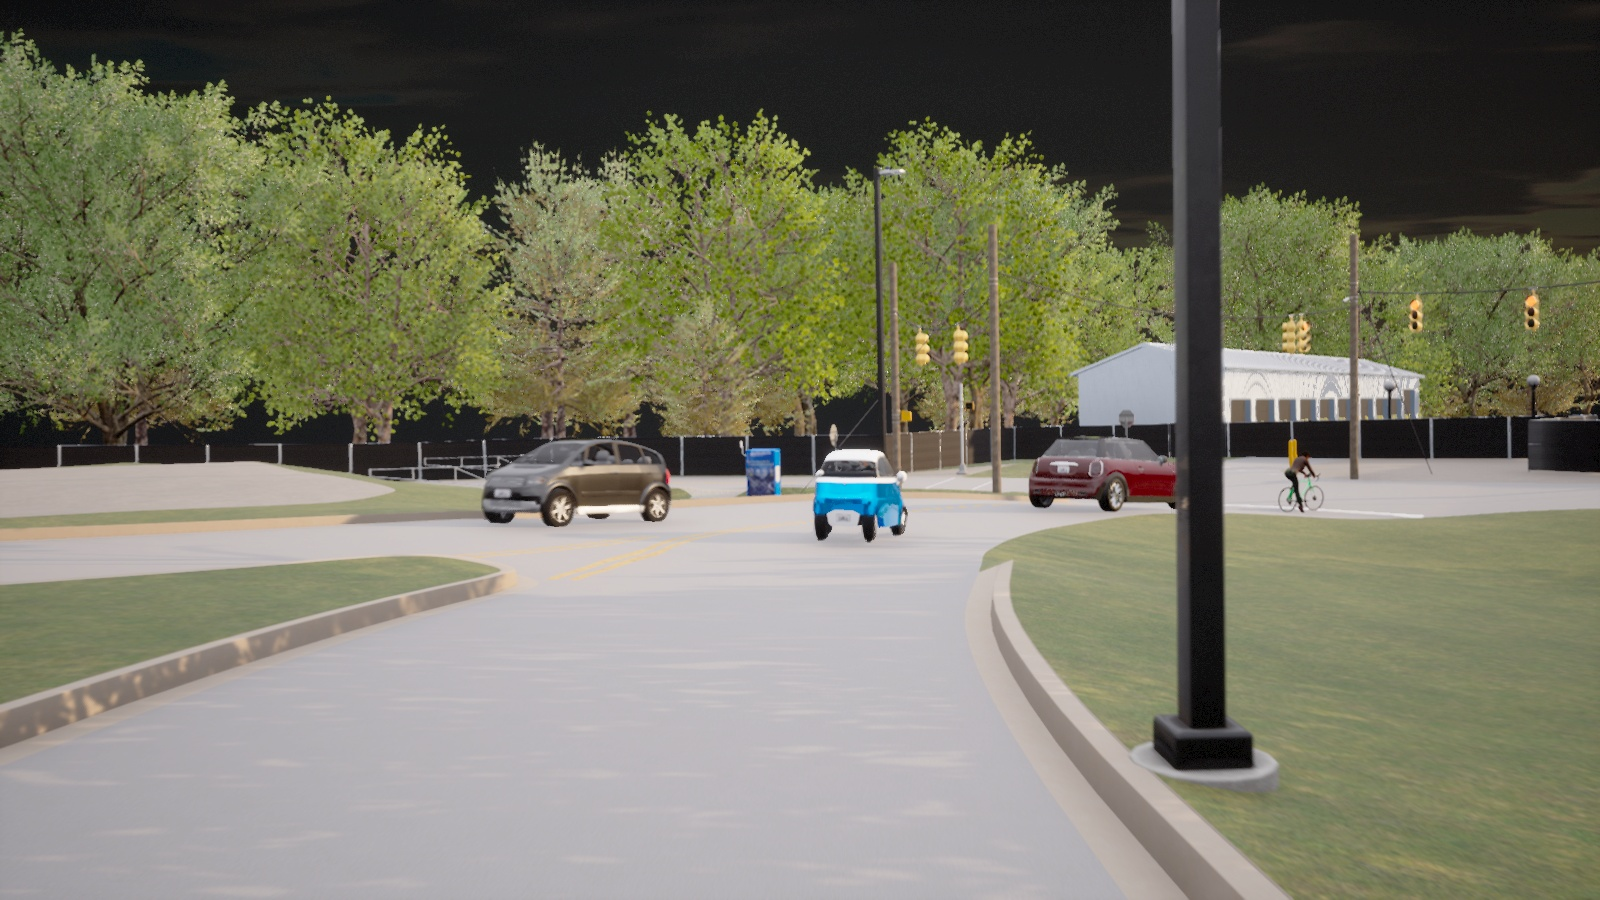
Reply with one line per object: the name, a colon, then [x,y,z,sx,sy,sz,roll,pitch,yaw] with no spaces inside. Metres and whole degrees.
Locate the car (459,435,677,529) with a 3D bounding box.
car: [-4.128,0.554,22.840,1.789,1.549,3.705,0,-1,35]

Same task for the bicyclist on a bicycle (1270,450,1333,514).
bicyclist on a bicycle: [13.310,0.834,33.319,1.656,1.620,0.582,-2,3,-26]

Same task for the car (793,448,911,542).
car: [0.858,0.659,19.660,1.481,1.376,2.207,0,0,12]

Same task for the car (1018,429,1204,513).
car: [7.288,0.484,29.132,2.097,1.767,4.553,2,0,45]
